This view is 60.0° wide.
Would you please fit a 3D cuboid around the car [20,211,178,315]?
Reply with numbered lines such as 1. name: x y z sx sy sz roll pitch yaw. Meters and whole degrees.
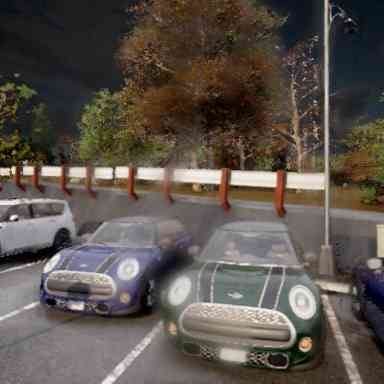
1. car: -1.374 1.377 7.860 2.185 1.767 4.553 0 -1 16

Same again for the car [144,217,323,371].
1. car: 1.092 1.369 6.104 2.185 1.767 4.553 0 -1 16

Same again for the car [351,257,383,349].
1. car: 3.529 1.360 4.288 2.185 1.767 4.553 0 -1 15

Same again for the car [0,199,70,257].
1. car: -6.299 1.266 11.320 2.435 2.045 5.566 0 -1 16
